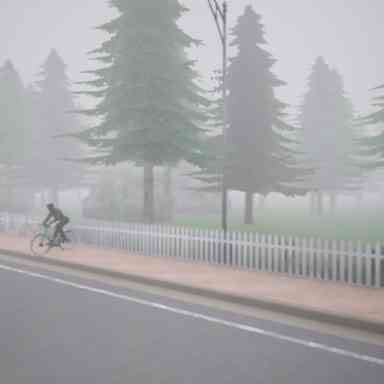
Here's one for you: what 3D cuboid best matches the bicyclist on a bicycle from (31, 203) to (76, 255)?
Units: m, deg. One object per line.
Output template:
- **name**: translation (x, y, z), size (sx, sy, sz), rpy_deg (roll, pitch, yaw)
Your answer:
- **bicyclist on a bicycle**: translation (-4.450, 1.180, 10.792), size (0.582, 1.620, 1.656), rpy_deg (1, 1, 33)
